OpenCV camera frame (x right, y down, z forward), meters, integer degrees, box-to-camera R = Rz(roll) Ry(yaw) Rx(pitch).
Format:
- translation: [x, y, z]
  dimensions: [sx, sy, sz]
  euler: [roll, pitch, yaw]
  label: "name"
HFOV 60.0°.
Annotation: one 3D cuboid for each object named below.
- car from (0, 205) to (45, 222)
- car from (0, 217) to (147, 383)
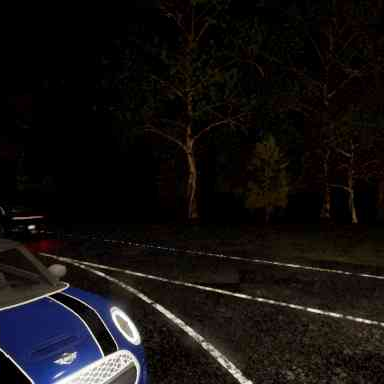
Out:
- translation: [-9.423, 1.401, 16.900]
  dimensions: [4.902, 1.511, 2.128]
  euler: [0, 0, 36]
  label: "car"
- translation: [-2.666, 1.338, 3.771]
  dimensions: [4.553, 1.767, 2.097]
  euler: [1, 0, 35]
  label: "car"
